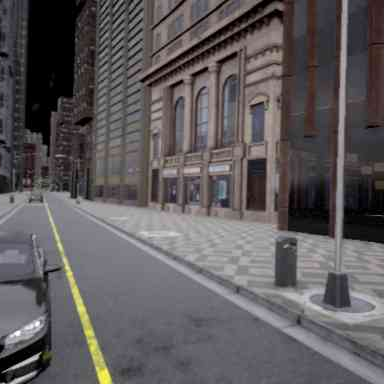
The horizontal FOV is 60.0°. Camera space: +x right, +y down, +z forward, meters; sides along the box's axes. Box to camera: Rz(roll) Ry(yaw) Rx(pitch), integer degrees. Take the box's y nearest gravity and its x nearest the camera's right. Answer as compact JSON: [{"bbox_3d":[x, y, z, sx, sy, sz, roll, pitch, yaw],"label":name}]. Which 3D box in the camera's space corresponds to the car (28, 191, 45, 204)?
[{"bbox_3d":[-25.638,0.820,54.817,2.150,2.045,5.566,2,0,-24],"label":"car"}]

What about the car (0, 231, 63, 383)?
[{"bbox_3d":[-3.239,1.441,5.273,2.128,1.511,4.902,2,-1,-24],"label":"car"}]
